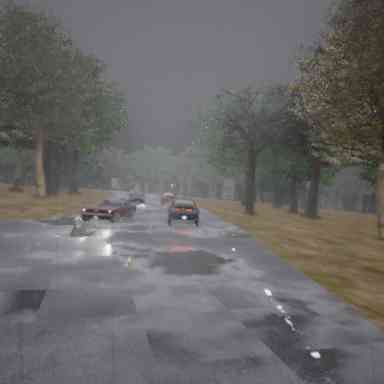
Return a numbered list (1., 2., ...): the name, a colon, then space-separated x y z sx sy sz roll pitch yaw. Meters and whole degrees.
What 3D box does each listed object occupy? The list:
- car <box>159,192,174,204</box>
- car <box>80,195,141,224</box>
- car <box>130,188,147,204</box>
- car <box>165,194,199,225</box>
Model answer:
1. car: -2.930 0.708 41.177 1.812 1.442 4.674 3 1 -9
2. car: -4.788 1.039 19.804 1.895 1.301 4.718 3 1 7
3. car: -6.266 0.589 38.710 2.033 1.411 5.357 3 1 -8
4. car: -0.606 1.142 21.070 1.837 1.490 4.892 3 1 -4
